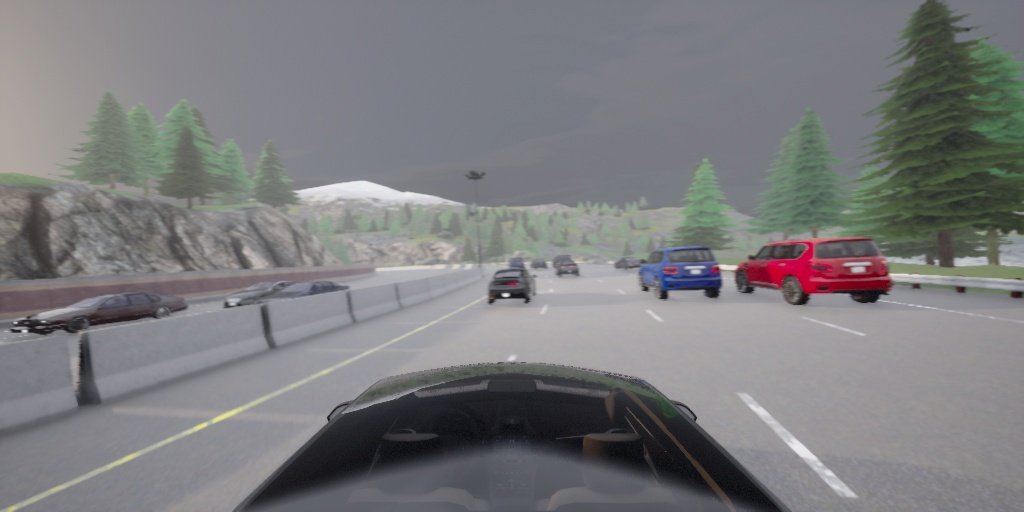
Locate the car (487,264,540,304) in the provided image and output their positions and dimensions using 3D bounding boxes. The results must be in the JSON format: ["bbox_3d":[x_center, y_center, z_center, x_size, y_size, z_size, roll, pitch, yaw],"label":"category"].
[{"bbox_3d":[0.077,1.343,17.136,1.837,1.490,4.892,-3,0,8],"label":"car"}]

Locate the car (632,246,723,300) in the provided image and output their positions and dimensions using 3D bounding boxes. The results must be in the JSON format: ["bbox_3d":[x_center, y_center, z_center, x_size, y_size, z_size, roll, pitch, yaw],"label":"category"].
[{"bbox_3d":[6.971,0.645,15.433,2.150,2.045,5.566,-3,0,9],"label":"car"}]

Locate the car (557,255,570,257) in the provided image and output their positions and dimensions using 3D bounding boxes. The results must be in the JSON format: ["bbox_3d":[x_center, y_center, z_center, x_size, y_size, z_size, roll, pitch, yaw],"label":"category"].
[{"bbox_3d":[7.883,0.841,56.730,2.150,2.045,5.566,-3,0,-7],"label":"car"}]

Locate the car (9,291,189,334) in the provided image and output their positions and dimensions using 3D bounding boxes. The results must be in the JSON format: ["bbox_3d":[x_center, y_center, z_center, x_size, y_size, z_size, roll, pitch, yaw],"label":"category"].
[{"bbox_3d":[-18.000,2.442,16.183,2.033,1.411,5.357,-3,0,10],"label":"car"}]

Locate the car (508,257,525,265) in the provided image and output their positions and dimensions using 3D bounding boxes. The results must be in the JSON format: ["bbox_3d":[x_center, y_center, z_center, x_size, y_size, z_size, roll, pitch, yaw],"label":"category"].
[{"bbox_3d":[0.680,1.271,57.730,2.150,2.045,5.566,-3,0,-7],"label":"car"}]

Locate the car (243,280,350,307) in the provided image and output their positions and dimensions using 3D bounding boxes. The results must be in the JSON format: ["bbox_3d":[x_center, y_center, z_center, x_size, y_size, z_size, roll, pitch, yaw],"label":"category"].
[{"bbox_3d":[-10.537,2.018,18.616,2.033,1.411,5.357,-3,0,8],"label":"car"}]

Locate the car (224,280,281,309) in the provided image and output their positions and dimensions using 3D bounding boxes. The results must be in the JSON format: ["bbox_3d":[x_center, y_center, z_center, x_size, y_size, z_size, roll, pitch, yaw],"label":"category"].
[{"bbox_3d":[-13.833,2.168,20.590,2.128,1.511,4.902,-3,0,8],"label":"car"}]

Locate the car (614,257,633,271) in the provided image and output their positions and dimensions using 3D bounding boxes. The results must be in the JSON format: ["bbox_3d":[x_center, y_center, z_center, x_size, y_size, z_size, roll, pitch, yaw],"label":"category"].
[{"bbox_3d":[12.327,0.792,37.999,2.033,1.411,5.357,-3,0,0],"label":"car"}]

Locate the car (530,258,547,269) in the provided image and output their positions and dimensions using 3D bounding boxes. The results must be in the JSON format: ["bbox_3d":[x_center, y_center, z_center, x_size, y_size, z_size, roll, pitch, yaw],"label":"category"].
[{"bbox_3d":[4.165,1.192,57.175,2.097,1.767,4.553,-3,0,-7],"label":"car"}]

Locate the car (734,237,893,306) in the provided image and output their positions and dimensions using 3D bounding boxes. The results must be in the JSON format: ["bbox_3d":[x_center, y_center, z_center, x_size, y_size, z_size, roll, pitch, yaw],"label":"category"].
[{"bbox_3d":[9.945,0.452,12.495,2.150,2.045,5.566,-3,0,9],"label":"car"}]

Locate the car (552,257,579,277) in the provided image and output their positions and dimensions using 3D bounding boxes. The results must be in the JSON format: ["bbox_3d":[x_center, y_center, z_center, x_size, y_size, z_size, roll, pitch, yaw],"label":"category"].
[{"bbox_3d":[5.084,1.135,33.570,2.128,1.511,4.902,-3,0,2],"label":"car"}]
